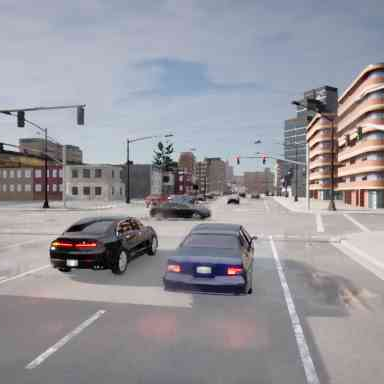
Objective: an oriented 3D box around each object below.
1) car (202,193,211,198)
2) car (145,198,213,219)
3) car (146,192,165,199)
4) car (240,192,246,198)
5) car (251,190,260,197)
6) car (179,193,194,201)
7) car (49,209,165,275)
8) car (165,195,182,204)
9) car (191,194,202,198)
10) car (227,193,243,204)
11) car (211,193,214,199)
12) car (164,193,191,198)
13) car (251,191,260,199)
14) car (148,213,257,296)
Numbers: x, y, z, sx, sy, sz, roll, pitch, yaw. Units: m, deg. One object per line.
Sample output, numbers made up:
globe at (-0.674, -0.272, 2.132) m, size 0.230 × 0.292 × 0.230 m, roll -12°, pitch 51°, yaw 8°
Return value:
car at (1.770, 1.119, 65.949) m, size 2.033 × 1.411 × 5.357 m, roll 0°, pitch 1°, yaw 12°
car at (-0.929, 1.479, 26.278) m, size 4.892 × 1.490 × 1.837 m, roll 0°, pitch 0°, yaw 10°
car at (-5.152, 1.080, 49.265) m, size 2.150 × 2.045 × 5.566 m, roll 0°, pitch 1°, yaw 11°
car at (12.947, 0.753, 86.377) m, size 1.994 × 1.385 × 4.181 m, roll 0°, pitch 1°, yaw 11°
car at (16.351, 0.464, 85.546) m, size 2.097 × 1.767 × 4.553 m, roll 0°, pitch 1°, yaw 11°
car at (-1.127, 1.073, 69.196) m, size 2.033 × 1.411 × 5.357 m, roll 0°, pitch 1°, yaw 11°
car at (-2.509, 1.505, 10.604) m, size 1.837 × 1.490 × 4.892 m, roll 0°, pitch 0°, yaw 11°
car at (-3.249, 1.238, 58.822) m, size 1.812 × 1.442 × 4.674 m, roll 0°, pitch 1°, yaw 12°
car at (-0.184, 1.235, 56.299) m, size 2.128 × 1.511 × 4.902 m, roll 0°, pitch 1°, yaw 11°
car at (7.071, 1.328, 55.913) m, size 1.895 × 1.301 × 4.718 m, roll 0°, pitch 1°, yaw 11°
car at (3.813, 0.862, 76.189) m, size 1.882 × 1.535 × 5.008 m, roll 0°, pitch 1°, yaw 11°
car at (-1.944, 1.223, 47.389) m, size 2.097 × 1.767 × 4.553 m, roll 0°, pitch 1°, yaw 11°
car at (14.347, 0.881, 75.342) m, size 2.128 × 1.511 × 4.902 m, roll 0°, pitch 1°, yaw 11°
car at (0.708, 1.547, 8.860) m, size 2.033 × 1.411 × 5.357 m, roll 0°, pitch 0°, yaw 11°
